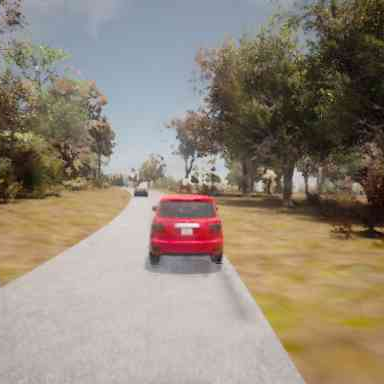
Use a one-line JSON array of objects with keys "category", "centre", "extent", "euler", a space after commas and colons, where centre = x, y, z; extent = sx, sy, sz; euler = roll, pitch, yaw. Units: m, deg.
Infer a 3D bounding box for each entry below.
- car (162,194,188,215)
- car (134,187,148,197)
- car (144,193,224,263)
[{"category": "car", "centre": [-1.467, 0.941, 27.505], "extent": [1.895, 1.301, 4.718], "euler": [1, 3, -6]}, {"category": "car", "centre": [-6.859, 0.012, 44.666], "extent": [1.895, 1.301, 4.718], "euler": [1, 3, -10]}, {"category": "car", "centre": [-0.234, 1.088, 11.548], "extent": [2.150, 2.045, 5.566], "euler": [0, 1, -2]}]
